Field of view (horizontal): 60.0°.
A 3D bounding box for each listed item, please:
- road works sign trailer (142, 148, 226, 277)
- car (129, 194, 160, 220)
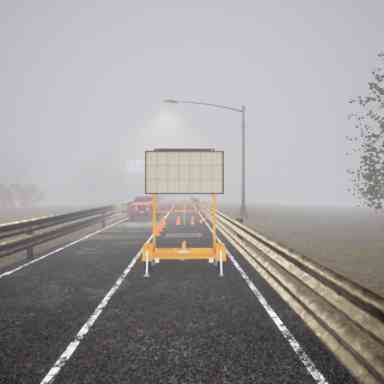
[{"bbox_3d":[-0.236,0.468,10.284,2.380,3.560,2.880,0,0,-1],"label":"road works sign trailer"},{"bbox_3d":[-3.945,1.232,28.424,2.150,2.045,5.566,0,0,-1],"label":"car"}]
